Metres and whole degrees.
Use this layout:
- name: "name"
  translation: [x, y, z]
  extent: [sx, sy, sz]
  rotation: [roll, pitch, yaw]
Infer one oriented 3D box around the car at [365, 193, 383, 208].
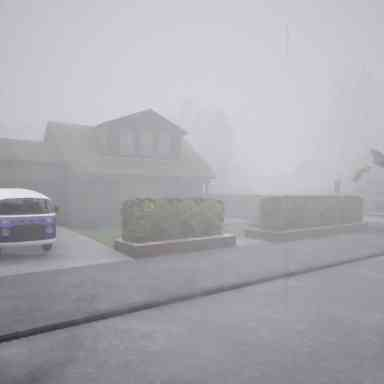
- name: "car"
  translation: [23.154, 0.985, 40.320]
  extent: [3.866, 1.878, 1.905]
  rotation: [0, 0, 0]
